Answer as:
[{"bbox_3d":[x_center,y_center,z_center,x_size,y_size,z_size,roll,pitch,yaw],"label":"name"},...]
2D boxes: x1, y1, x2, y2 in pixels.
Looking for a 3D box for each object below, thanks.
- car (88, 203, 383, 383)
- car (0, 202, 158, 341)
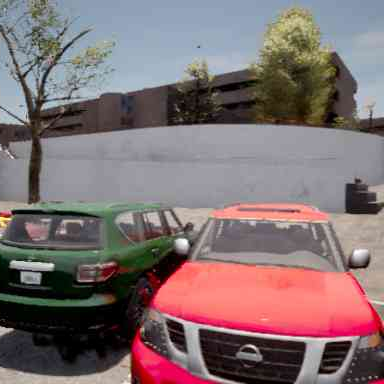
[{"bbox_3d":[1.117,1.233,4.979,2.435,2.045,5.566,1,-1,15],"label":"car"},{"bbox_3d":[-1.330,1.214,6.778,2.435,2.045,5.566,0,-1,15],"label":"car"}]
